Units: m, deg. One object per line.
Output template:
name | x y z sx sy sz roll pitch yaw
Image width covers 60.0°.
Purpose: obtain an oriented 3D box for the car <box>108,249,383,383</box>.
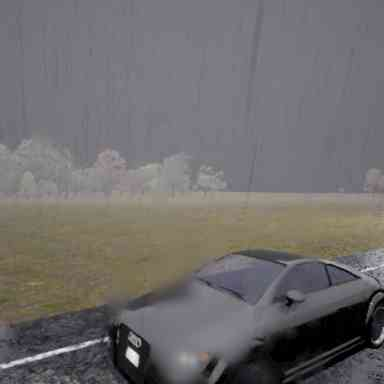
car | 0.993 1.567 4.693 4.181 1.385 1.994 0 0 -35
